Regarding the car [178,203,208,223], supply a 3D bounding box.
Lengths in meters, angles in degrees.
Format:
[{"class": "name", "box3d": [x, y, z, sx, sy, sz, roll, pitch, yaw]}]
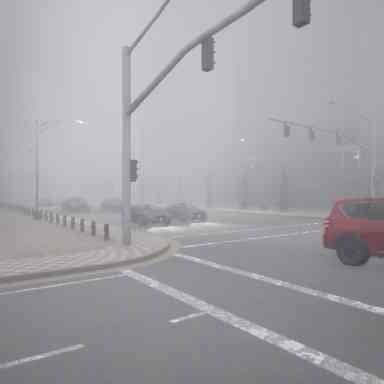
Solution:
[{"class": "car", "box3d": [-0.668, 1.508, 24.867, 1.994, 1.385, 4.181, 0, 0, -36]}]

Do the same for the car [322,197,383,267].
[{"class": "car", "box3d": [6.447, 1.193, 9.236, 2.150, 2.045, 5.566, 0, 0, -37]}]

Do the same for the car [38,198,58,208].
[{"class": "car", "box3d": [-21.346, 1.509, 48.316, 1.994, 1.385, 4.181, 0, 0, -34]}]

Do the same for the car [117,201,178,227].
[{"class": "car", "box3d": [-3.061, 1.507, 22.207, 1.994, 1.385, 4.181, 0, 0, -36]}]

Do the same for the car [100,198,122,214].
[{"class": "car", "box3d": [-8.274, 1.421, 35.610, 1.882, 1.535, 5.008, 0, 0, -35]}]

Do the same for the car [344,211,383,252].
[{"class": "car", "box3d": [8.303, 1.534, 12.613, 1.994, 1.385, 4.181, 0, 0, -36]}]

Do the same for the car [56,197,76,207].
[{"class": "car", "box3d": [-19.766, 1.510, 52.199, 1.994, 1.385, 4.181, 0, 0, -35]}]

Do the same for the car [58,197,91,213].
[{"class": "car", "box3d": [-12.364, 1.296, 35.354, 2.097, 1.767, 4.553, 0, 0, -35]}]
